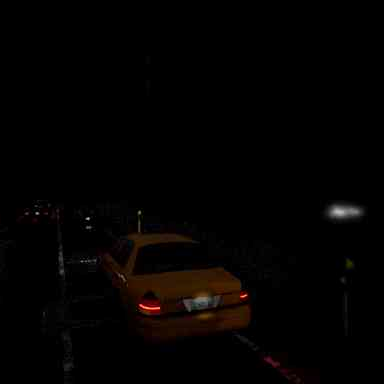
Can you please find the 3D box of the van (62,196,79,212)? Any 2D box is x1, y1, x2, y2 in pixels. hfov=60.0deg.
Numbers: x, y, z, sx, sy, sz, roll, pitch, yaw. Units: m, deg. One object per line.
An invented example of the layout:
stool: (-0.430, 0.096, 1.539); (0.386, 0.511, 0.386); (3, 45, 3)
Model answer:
van: (-14.367, 1.343, 39.228); (1.690, 1.788, 3.998); (0, 0, -22)

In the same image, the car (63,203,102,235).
car: (-6.027, 1.551, 18.768); (2.008, 1.369, 4.403); (0, 0, -22)

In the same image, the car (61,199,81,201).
car: (-10.197, 1.567, 28.998); (1.947, 1.339, 4.313); (0, 0, -22)

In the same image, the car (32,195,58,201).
car: (-18.186, 1.494, 41.260); (2.128, 1.511, 4.902); (0, 0, -21)

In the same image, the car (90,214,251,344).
car: (-0.832, 1.457, 6.796); (1.801, 1.575, 5.366); (0, 0, -22)

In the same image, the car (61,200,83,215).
car: (-8.112, 1.552, 23.883); (2.008, 1.369, 4.403); (0, 0, -22)

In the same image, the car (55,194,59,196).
car: (-31.200, 1.470, 79.763); (1.967, 1.590, 4.097); (0, 0, -23)

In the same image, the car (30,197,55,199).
car: (-16.009, 1.527, 35.685); (1.812, 1.442, 4.674); (0, 0, -22)

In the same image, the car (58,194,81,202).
car: (-12.282, 1.316, 34.114); (2.192, 1.841, 5.009); (0, 0, -22)

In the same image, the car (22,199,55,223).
car: (-11.840, 1.549, 25.722); (2.033, 1.411, 5.357); (0, 0, -22)
